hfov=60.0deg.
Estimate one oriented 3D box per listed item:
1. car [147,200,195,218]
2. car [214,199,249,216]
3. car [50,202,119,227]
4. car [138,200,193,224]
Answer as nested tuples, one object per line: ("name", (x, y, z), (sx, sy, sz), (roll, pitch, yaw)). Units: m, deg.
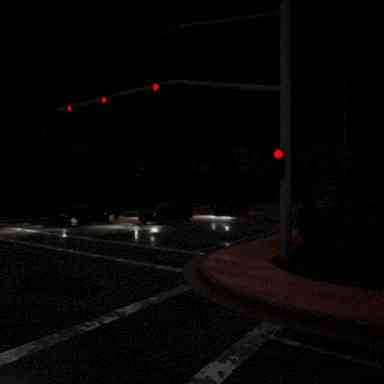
("car", (-1.853, 1.504, 30.991), (1.837, 1.490, 4.892), (0, 0, 36))
("car", (3.992, 1.504, 33.105), (1.837, 1.490, 4.892), (0, 0, 36))
("car", (-7.385, 1.477, 23.276), (1.882, 1.535, 5.008), (0, 0, 36))
("car", (-1.869, 1.477, 24.967), (1.882, 1.535, 5.008), (0, 0, 36))
